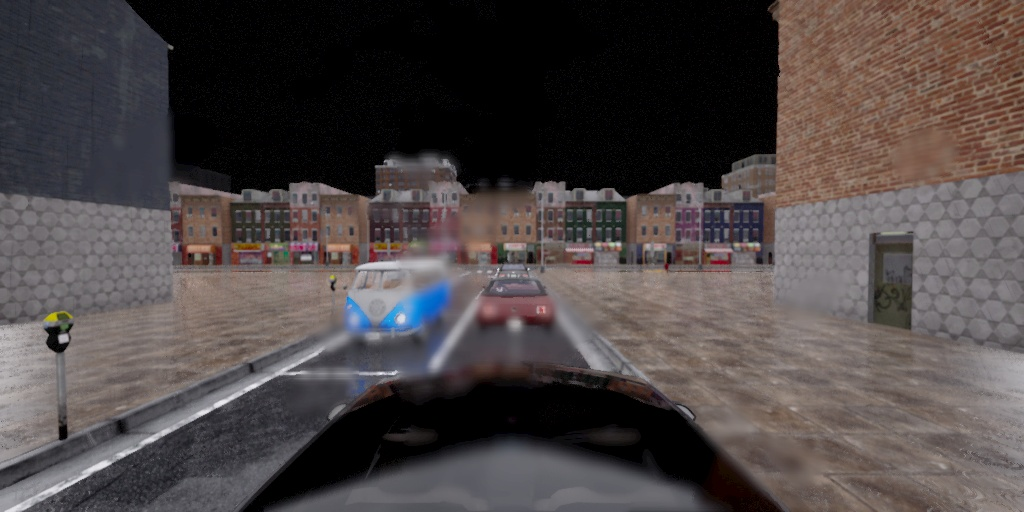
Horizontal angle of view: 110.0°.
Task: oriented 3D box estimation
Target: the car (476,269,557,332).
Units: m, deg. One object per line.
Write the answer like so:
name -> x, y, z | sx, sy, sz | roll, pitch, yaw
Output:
car -> 0.096, 1.247, 10.397 | 1.895, 1.301, 4.718 | 0, 1, 0

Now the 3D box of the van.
van -> -2.641, 1.003, 8.996 | 1.690, 1.789, 3.998 | 0, 0, 0

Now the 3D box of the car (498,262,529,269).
car -> 0.088, 1.062, 21.573 | 2.033, 1.411, 5.357 | 0, 1, 0
